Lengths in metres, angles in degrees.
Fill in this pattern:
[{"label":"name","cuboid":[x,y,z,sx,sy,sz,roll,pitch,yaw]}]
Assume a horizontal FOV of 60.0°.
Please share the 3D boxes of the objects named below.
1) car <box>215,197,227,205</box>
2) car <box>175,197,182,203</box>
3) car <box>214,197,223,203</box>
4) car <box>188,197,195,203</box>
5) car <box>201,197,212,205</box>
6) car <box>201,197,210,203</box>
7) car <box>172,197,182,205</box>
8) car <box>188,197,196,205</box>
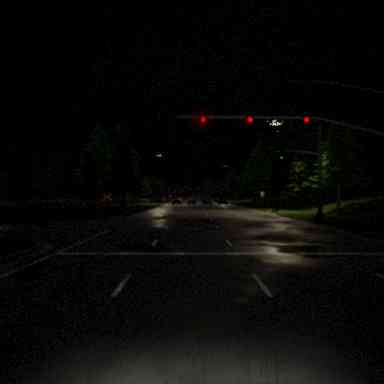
[{"label":"car","cuboid":[6.961,2.249,76.190,1.994,1.385,4.181,0,-1,0]},{"label":"car","cuboid":[-3.544,2.166,87.439,1.812,1.442,4.674,0,-1,0]},{"label":"car","cuboid":[6.956,2.166,87.444,1.812,1.442,4.674,0,-1,0]},{"label":"car","cuboid":[-0.044,2.166,87.441,1.812,1.442,4.674,0,-1,0]},{"label":"car","cuboid":[3.461,2.249,76.188,1.994,1.385,4.181,0,-1,0]},{"label":"car","cuboid":[3.456,2.167,87.443,2.128,1.511,4.902,0,-1,0]},{"label":"car","cuboid":[-3.539,2.221,76.185,1.812,1.442,4.674,0,-1,0]},{"label":"car","cuboid":[-0.038,2.215,75.770,2.033,1.411,5.357,0,-1,0]}]
